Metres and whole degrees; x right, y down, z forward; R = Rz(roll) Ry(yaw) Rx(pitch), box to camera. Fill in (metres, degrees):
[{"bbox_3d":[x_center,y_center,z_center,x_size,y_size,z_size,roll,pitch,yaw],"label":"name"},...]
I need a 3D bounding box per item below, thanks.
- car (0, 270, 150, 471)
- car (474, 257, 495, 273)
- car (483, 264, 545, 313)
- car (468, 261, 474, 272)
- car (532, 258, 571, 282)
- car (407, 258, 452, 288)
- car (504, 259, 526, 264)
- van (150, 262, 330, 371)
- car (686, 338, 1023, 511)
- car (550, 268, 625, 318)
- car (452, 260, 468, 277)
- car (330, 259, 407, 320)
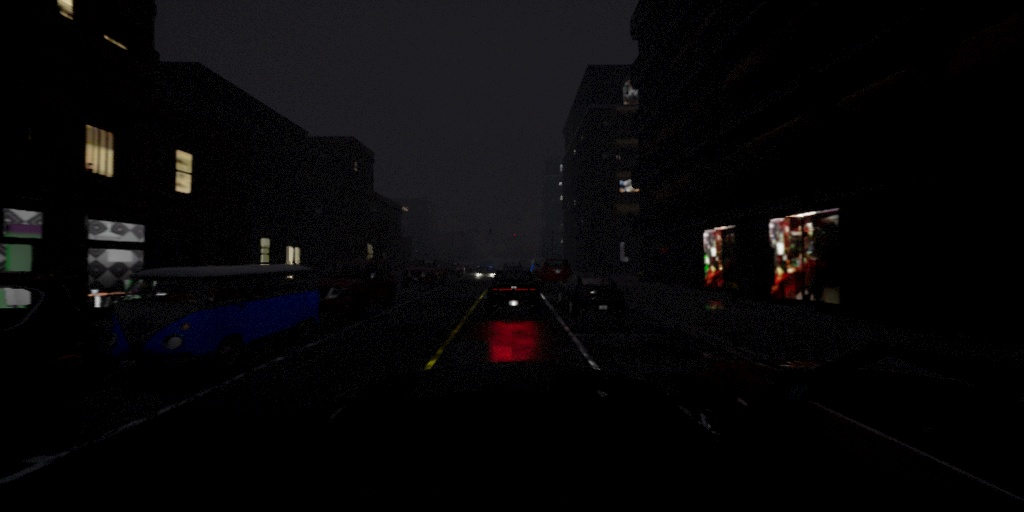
[{"bbox_3d":[-5.689,1.064,2.009,2.192,1.841,5.009,0,0,0],"label":"car"},{"bbox_3d":[-3.064,1.171,42.969,1.882,1.535,5.008,0,0,0],"label":"car"},{"bbox_3d":[0.073,1.240,13.871,1.837,1.490,4.892,0,0,0],"label":"car"},{"bbox_3d":[-5.676,1.241,45.267,2.007,1.370,4.403,0,0,0],"label":"car"},{"bbox_3d":[2.699,1.035,23.628,2.192,1.841,5.009,0,0,0],"label":"car"},{"bbox_3d":[-5.682,1.035,23.638,2.192,1.841,5.009,0,0,0],"label":"car"},{"bbox_3d":[0.080,1.205,29.046,2.128,1.511,4.902,0,0,0],"label":"car"},{"bbox_3d":[-5.688,1.084,7.416,1.690,1.789,3.998,0,0,0],"label":"van"},{"bbox_3d":[2.692,1.189,2.000,1.967,1.591,4.097,0,0,0],"label":"car"},{"bbox_3d":[2.695,1.286,12.813,2.007,1.370,4.403,0,0,0],"label":"car"},{"bbox_3d":[-5.679,1.145,34.453,1.967,1.591,4.097,0,0,0],"label":"car"},{"bbox_3d":[-5.686,1.050,12.823,2.192,1.841,5.009,0,0,0],"label":"car"}]
